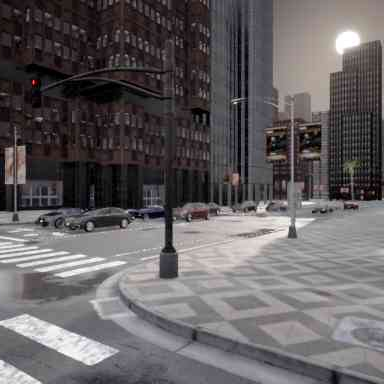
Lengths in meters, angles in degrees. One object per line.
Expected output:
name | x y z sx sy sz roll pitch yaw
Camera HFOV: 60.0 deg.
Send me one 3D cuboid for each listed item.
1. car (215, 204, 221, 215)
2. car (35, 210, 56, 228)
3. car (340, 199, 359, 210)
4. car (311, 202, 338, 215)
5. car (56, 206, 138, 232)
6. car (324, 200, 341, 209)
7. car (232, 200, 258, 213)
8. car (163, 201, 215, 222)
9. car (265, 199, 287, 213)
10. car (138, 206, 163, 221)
car | 1.548 1.995 38.685 1.837 1.490 4.892 0 -1 35
car | -8.918 1.791 23.874 1.994 1.385 4.181 0 -1 35
car | 28.715 2.476 59.912 1.882 1.535 5.008 0 -1 35
car | 17.236 2.297 43.659 1.895 1.301 4.718 0 -1 35
car | -6.149 1.739 22.165 1.837 1.490 4.892 0 -1 35
car | 26.796 2.614 62.830 1.895 1.301 4.718 0 -1 35
car | 7.464 1.992 47.003 2.097 1.767 4.553 0 -1 37
car | -0.200 1.736 30.578 2.097 1.767 4.553 0 -1 35
car | 12.190 2.204 47.998 1.837 1.490 4.892 0 -1 36
car | -3.870 1.955 31.029 1.895 1.301 4.718 0 -1 35
